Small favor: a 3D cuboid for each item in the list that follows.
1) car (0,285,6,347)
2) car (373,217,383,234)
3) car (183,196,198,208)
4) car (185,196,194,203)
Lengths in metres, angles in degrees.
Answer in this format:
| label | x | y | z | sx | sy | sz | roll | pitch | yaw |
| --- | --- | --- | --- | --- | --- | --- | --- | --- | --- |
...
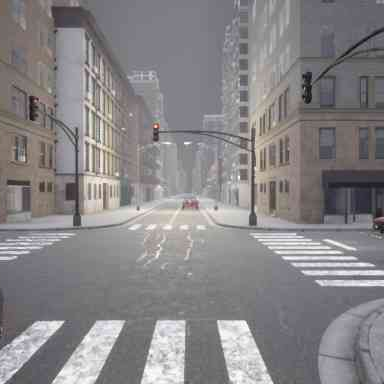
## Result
| label | x | y | z | sx | sy | sz | roll | pitch | yaw |
| --- | --- | --- | --- | --- | --- | --- | --- | --- | --- |
| car | -3.179 | 1.504 | 2.409 | 1.837 | 1.490 | 4.892 | 1 | 0 | -5 |
| car | 11.647 | 1.530 | 16.970 | 4.507 | 1.381 | 1.887 | 0 | 0 | 0 |
| car | -0.259 | 1.361 | 47.166 | 2.097 | 1.767 | 4.553 | 0 | 0 | 0 |
| car | -0.445 | 1.548 | 69.740 | 1.812 | 1.442 | 4.674 | 0 | 0 | 0 |
